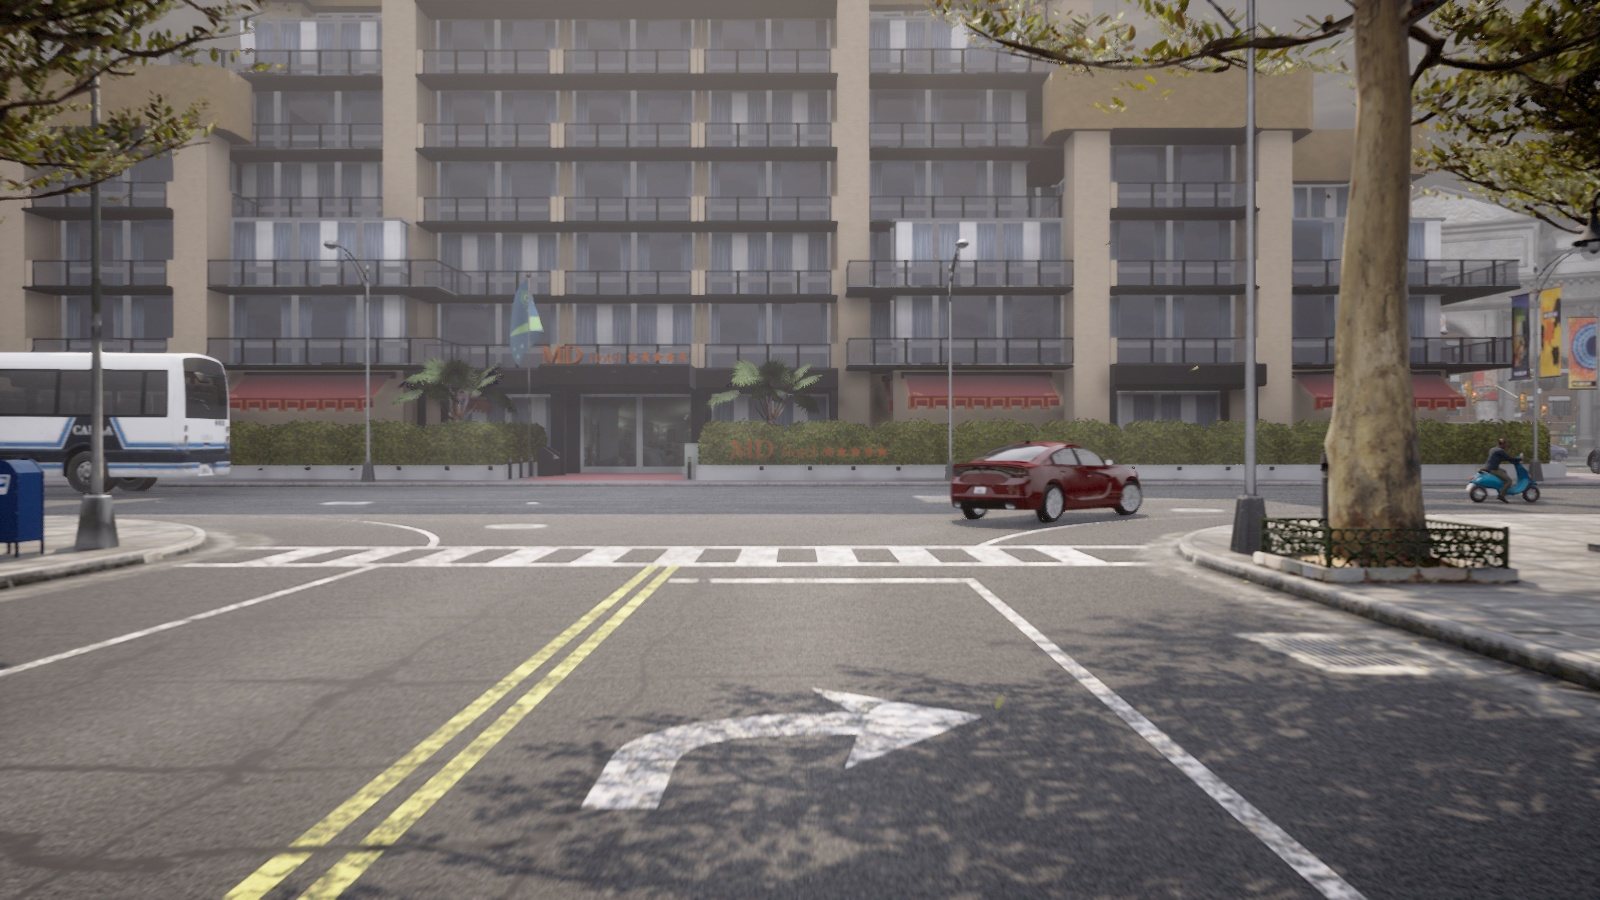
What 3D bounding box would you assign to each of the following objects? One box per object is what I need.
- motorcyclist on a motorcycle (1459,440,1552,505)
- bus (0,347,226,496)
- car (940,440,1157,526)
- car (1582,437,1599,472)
[{"bbox_3d":[17.421,0.539,31.043,1.817,1.590,0.866,0,0,0],"label":"motorcyclist on a motorcycle"},{"bbox_3d":[-23.476,-0.863,38.100,10.273,4.253,3.944,0,0,0],"label":"bus"},{"bbox_3d":[5.035,0.588,24.912,1.882,1.535,5.008,0,0,42],"label":"car"},{"bbox_3d":[38.516,0.231,57.647,2.152,1.651,5.027,0,0,0],"label":"car"}]
